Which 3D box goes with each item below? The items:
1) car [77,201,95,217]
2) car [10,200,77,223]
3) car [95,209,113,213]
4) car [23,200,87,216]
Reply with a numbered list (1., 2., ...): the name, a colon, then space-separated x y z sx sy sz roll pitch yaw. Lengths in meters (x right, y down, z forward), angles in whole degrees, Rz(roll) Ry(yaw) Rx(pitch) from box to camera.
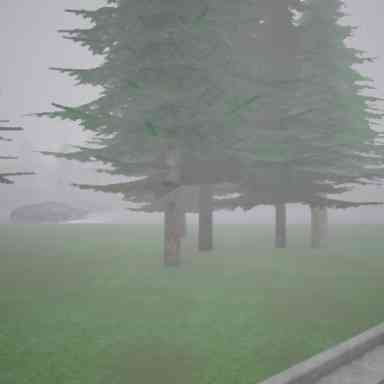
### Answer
1. car: -11.264 1.487 28.417 4.892 1.490 1.837 0 0 3
2. car: -11.280 1.553 24.913 4.181 1.385 1.994 0 0 3
3. car: -10.937 1.458 35.409 4.902 1.511 2.128 0 0 3
4. car: -13.146 1.528 32.033 5.357 1.411 2.033 0 0 3
